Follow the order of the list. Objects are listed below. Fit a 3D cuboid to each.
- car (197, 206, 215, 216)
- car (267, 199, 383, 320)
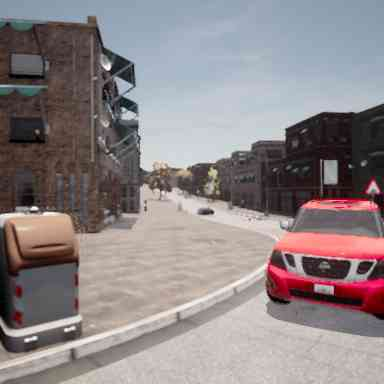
[{"bbox_3d":[2.022,2.760,48.675,1.895,1.301,4.718,0,0,-8],"label":"car"},{"bbox_3d":[3.506,1.227,7.864,2.150,2.045,5.566,0,1,29],"label":"car"}]
